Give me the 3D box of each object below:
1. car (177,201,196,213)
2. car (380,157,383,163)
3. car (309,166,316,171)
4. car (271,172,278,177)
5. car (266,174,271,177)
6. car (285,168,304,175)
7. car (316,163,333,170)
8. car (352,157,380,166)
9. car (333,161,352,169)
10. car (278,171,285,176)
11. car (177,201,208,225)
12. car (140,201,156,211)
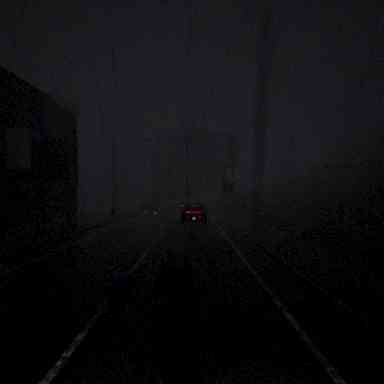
[{"bbox_3d":[-0.756,1.853,41.678,1.812,1.442,4.674,0,-1,-8],"label":"car"},{"bbox_3d":[22.968,-3.683,35.600,2.185,1.767,4.553,0,1,-5],"label":"car"},{"bbox_3d":[21.819,-3.869,57.705,2.231,1.521,4.892,0,1,-1],"label":"car"},{"bbox_3d":[21.371,-4.191,79.810,2.185,1.767,4.553,0,0,-1],"label":"car"},{"bbox_3d":[21.259,-4.235,85.329,2.185,1.767,4.553,0,0,-1],"label":"car"},{"bbox_3d":[21.597,-4.094,68.642,2.185,1.767,4.553,0,0,-1],"label":"car"},{"bbox_3d":[21.939,-3.807,52.187,2.231,1.521,4.892,0,1,-1],"label":"car"},{"bbox_3d":[22.508,-3.642,41.106,2.097,1.535,5.008,0,1,-4],"label":"car"},{"bbox_3d":[22.164,-3.687,46.644,2.002,1.452,4.674,0,1,-2],"label":"car"},{"bbox_3d":[21.486,-3.976,74.136,2.002,1.452,4.674,0,1,-1],"label":"car"},{"bbox_3d":[0.139,1.585,24.952,2.128,1.511,4.902,0,0,0],"label":"car"},{"bbox_3d":[-6.790,2.135,51.175,1.812,1.442,4.674,0,-2,-18],"label":"car"}]
